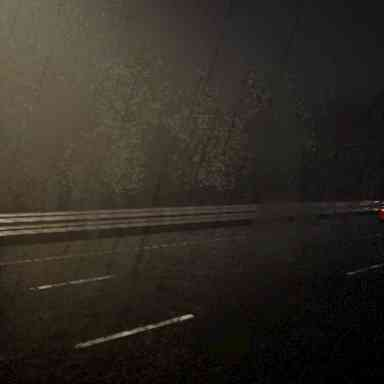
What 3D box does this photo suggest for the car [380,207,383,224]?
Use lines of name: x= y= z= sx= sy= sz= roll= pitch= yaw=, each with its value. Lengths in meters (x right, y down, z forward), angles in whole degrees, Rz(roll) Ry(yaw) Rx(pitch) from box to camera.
car: x=15.120 y=1.305 z=23.198 sx=4.553 sy=1.767 sz=2.097 roll=0 pitch=0 yaw=-35
